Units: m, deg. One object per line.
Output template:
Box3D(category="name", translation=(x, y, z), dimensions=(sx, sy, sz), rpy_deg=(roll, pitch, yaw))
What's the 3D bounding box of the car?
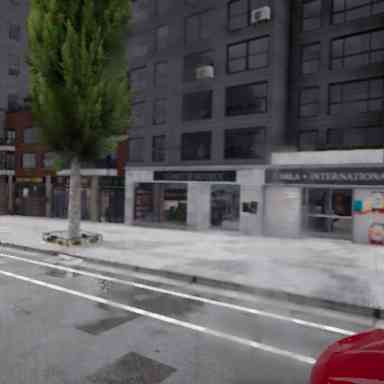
Box3D(category="car", translation=(3.109, 1.478, 1.468), dimensions=(5.008, 1.535, 1.882), rpy_deg=(0, 0, 36))
